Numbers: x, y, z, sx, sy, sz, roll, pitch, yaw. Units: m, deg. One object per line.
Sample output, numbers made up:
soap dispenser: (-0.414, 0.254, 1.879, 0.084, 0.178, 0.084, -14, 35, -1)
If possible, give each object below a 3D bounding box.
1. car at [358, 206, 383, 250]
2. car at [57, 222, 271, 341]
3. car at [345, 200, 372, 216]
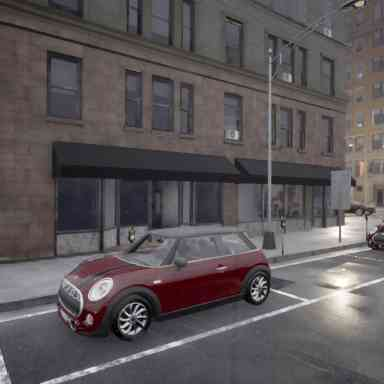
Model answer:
car: (8.555, 1.445, 12.813, 4.097, 1.590, 1.967, 0, 0, -35)
car: (-0.406, 1.441, 6.456, 4.097, 1.590, 1.967, 0, 0, -35)
car: (14.774, 1.403, 31.720, 1.882, 1.535, 5.008, 1, 0, -37)
